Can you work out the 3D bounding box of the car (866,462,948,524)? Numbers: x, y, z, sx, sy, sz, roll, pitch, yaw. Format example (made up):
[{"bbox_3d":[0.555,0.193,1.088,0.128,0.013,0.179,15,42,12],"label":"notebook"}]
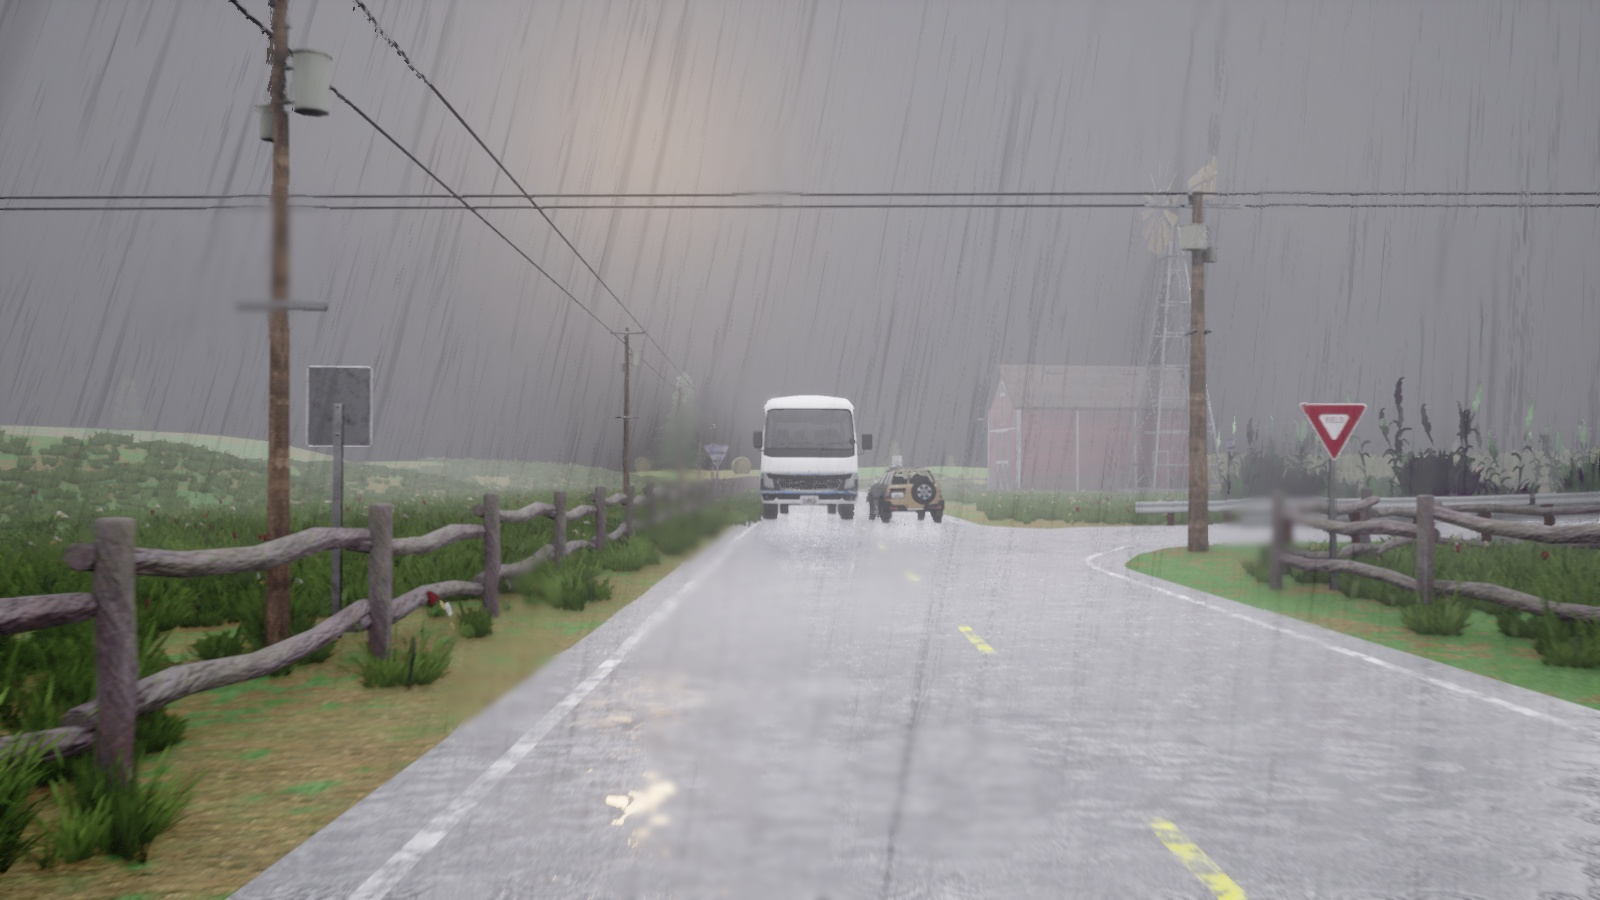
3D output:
[{"bbox_3d":[3.426,1.386,41.087,1.932,1.855,4.605,-2,-1,-4],"label":"car"}]

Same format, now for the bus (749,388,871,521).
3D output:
[{"bbox_3d":[0.330,0.283,45.684,3.944,4.253,10.273,0,-2,0],"label":"bus"}]
